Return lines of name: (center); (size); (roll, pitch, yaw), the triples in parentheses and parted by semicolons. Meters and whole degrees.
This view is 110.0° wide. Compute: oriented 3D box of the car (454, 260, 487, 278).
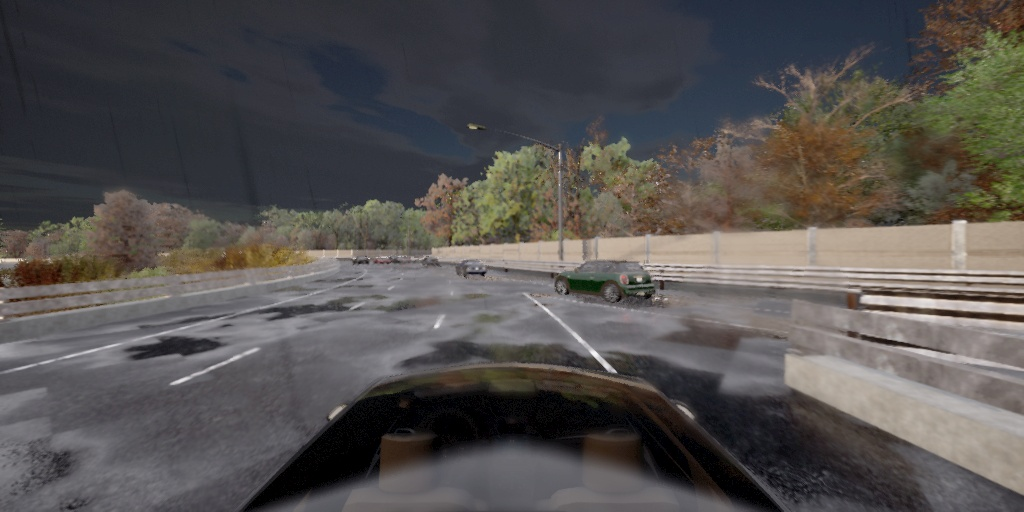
car: (-3.642, 1.055, 31.008); (2.033, 1.411, 5.357); (-1, 1, -20)

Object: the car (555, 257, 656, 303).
car: (3.896, 0.934, 15.847); (2.097, 1.767, 4.553); (-1, 1, -31)

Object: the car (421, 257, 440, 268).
car: (-11.621, 0.895, 50.971); (1.837, 1.490, 4.892); (-1, 1, -27)
